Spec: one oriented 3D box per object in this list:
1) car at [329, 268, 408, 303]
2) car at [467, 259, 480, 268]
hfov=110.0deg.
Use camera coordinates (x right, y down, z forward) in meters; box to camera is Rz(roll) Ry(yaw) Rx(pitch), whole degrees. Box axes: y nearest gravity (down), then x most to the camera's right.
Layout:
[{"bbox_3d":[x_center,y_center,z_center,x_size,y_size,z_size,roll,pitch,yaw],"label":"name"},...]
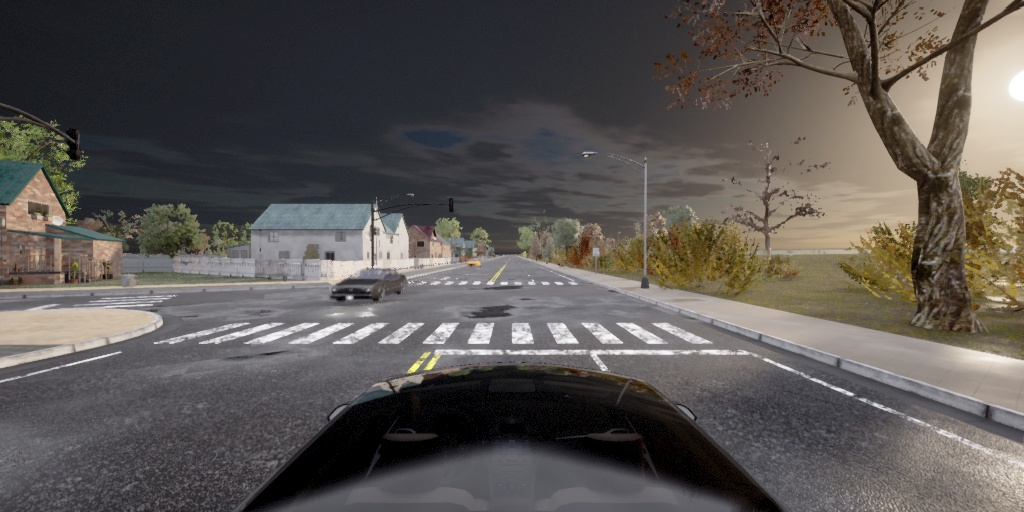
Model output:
[{"bbox_3d":[-6.457,1.273,16.943,2.033,1.411,5.357,0,0,0],"label":"car"},{"bbox_3d":[-6.359,1.198,59.544,1.882,1.535,5.008,0,0,0],"label":"car"}]
